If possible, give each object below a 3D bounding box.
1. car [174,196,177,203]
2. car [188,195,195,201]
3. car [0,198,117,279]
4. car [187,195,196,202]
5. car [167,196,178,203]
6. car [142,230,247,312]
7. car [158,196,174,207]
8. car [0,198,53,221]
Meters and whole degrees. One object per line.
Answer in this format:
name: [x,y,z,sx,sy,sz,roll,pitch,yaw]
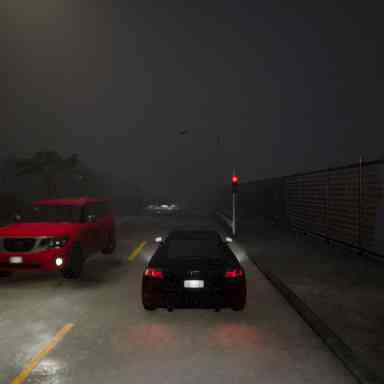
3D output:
car: [-4.220,1.492,61.082,2.128,1.511,4.902,0,0,0]
car: [-0.220,1.524,85.755,1.812,1.442,4.674,0,0,0]
car: [-3.988,1.221,10.476,2.150,2.045,5.566,0,0,2]
car: [-0.192,1.524,75.515,1.812,1.442,4.674,0,0,0]
car: [-4.182,1.540,71.390,2.033,1.411,5.357,0,0,0]
car: [0.044,1.564,7.785,1.994,1.385,4.181,0,0,0]
car: [-4.224,1.478,51.816,1.882,1.535,5.008,0,0,0]
car: [-13.856,1.352,26.597,4.553,1.767,2.097,0,0,0]
